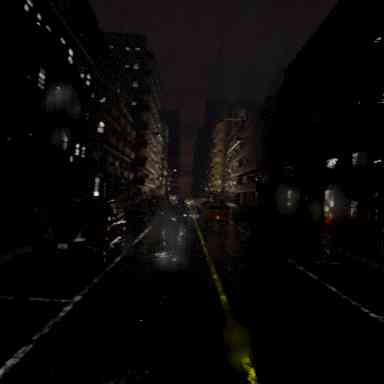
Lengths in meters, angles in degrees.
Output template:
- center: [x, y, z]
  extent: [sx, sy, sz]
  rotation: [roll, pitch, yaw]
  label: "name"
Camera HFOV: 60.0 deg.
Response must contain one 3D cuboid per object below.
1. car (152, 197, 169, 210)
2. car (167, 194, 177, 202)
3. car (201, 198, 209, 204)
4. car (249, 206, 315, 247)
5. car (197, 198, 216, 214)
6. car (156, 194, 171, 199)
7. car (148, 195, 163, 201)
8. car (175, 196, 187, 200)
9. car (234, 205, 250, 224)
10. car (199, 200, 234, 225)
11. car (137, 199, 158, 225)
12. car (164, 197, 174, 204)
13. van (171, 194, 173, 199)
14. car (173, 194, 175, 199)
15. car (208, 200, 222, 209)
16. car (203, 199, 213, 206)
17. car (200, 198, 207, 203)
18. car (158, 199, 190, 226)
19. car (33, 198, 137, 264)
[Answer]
- center: [-4.254, 1.517, 45.470]
  extent: [1.752, 1.417, 4.829]
  rotation: [4, 0, -1]
  label: "car"
- center: [-5.081, 1.543, 85.461]
  extent: [2.192, 1.841, 5.009]
  rotation: [4, 0, -1]
  label: "car"
- center: [3.265, 2.312, 85.631]
  extent: [1.802, 1.307, 4.206]
  rotation: [4, 0, -1]
  label: "car"
- center: [4.715, 1.684, 17.367]
  extent: [2.192, 1.841, 5.009]
  rotation: [4, 0, -1]
  label: "car"
- center: [1.592, 1.849, 38.816]
  extent: [2.033, 1.411, 5.357]
  rotation: [3, 0, 0]
  label: "car"
- center: [-4.124, 1.280, 39.951]
  extent: [2.192, 1.841, 5.009]
  rotation: [4, 0, -1]
  label: "car"
- center: [-3.894, 1.353, 28.574]
  extent: [1.967, 1.590, 4.097]
  rotation: [4, 0, -1]
  label: "car"
- center: [-1.990, 1.736, 64.793]
  extent: [1.882, 1.535, 5.008]
  rotation: [3, 0, -1]
  label: "car"
- center: [4.469, 1.856, 28.744]
  extent: [1.967, 1.590, 4.097]
  rotation: [4, 0, -1]
  label: "car"
- center: [1.883, 1.730, 27.116]
  extent: [1.882, 1.535, 5.008]
  rotation: [3, 0, -1]
  label: "car"
- center: [-3.782, 1.440, 22.884]
  extent: [2.008, 1.369, 4.403]
  rotation: [4, 0, -1]
  label: "car"
- center: [-4.739, 1.702, 68.394]
  extent: [1.802, 1.307, 4.206]
  rotation: [4, 0, -1]
  label: "car"
- center: [-4.364, 1.363, 51.327]
  extent: [1.690, 1.788, 3.998]
  rotation: [4, 0, -1]
  label: "van"
- center: [-4.612, 1.611, 62.534]
  extent: [1.752, 1.417, 4.829]
  rotation: [4, 0, -1]
  label: "car"
- center: [3.866, 2.101, 57.186]
  extent: [1.887, 1.381, 4.507]
  rotation: [4, 0, -1]
  label: "car"
- center: [3.505, 2.240, 74.253]
  extent: [1.802, 1.307, 4.206]
  rotation: [4, 0, -1]
  label: "car"
- center: [3.145, 2.349, 91.319]
  extent: [1.802, 1.307, 4.206]
  rotation: [4, 0, -1]
  label: "car"
- center: [-1.226, 1.541, 24.223]
  extent: [2.128, 1.511, 4.902]
  rotation: [3, 0, -1]
  label: "car"
- center: [-3.529, 1.158, 11.507]
  extent: [2.192, 1.841, 5.009]
  rotation: [4, 0, -1]
  label: "car"
